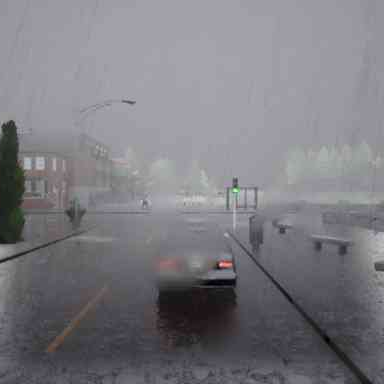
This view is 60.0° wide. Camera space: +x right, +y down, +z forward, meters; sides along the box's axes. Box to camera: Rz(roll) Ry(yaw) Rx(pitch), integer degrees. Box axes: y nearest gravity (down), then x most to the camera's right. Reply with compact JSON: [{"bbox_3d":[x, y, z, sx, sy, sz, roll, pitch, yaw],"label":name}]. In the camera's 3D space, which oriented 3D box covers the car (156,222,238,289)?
[{"bbox_3d":[0.103,1.551,9.278,2.033,1.411,5.357,0,0,0],"label":"car"}]
